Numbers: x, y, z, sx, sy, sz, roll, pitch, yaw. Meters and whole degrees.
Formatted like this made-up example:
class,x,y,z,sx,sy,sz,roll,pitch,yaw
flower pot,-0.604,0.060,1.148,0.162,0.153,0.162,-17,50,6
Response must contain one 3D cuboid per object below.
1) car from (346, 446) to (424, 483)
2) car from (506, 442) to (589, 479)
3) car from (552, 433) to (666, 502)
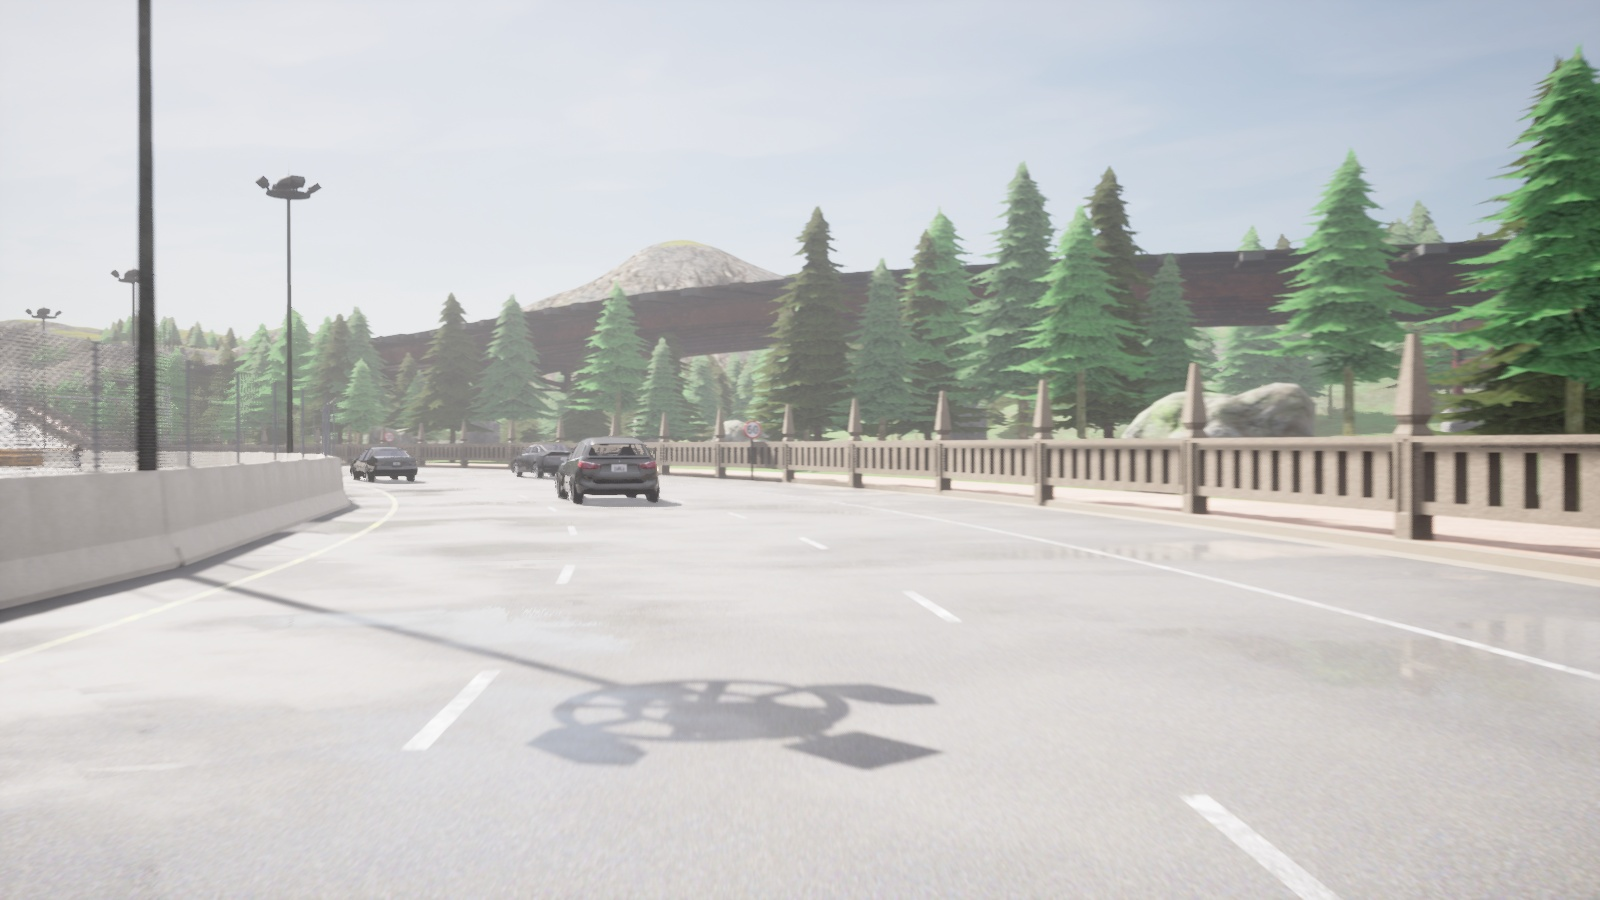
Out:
class,x,y,z,sx,sy,sz,roll,pitch,yaw
car,-17.051,0.553,51.413,2.033,1.411,5.357,0,0,-30
car,-11.135,0.426,55.095,2.128,1.511,4.902,0,0,-30
car,-5.094,0.421,32.924,2.242,1.667,4.611,0,0,-18
